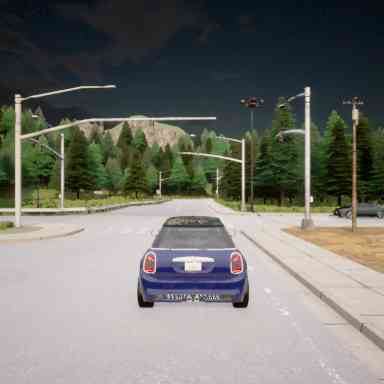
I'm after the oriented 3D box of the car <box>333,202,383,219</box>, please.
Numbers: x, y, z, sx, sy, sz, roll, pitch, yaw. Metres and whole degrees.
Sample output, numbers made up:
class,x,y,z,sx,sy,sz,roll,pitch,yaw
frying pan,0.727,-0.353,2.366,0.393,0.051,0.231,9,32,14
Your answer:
class,x,y,z,sx,sy,sz,roll,pitch,yaw
car,14.499,1.591,28.718,4.181,1.385,1.994,0,0,1

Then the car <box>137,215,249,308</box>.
class,x,y,z,sx,sy,sz,roll,pitch,yaw
car,0.037,1.348,8.090,2.097,1.767,4.553,0,0,0
